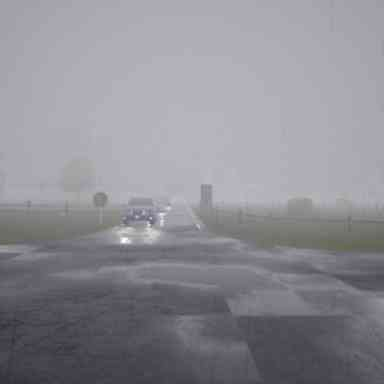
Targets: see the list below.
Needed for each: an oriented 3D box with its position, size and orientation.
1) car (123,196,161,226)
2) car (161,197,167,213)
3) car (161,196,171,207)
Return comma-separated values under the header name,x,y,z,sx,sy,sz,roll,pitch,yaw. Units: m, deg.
name,x,y,z,sx,sy,sz,roll,pitch,yaw
car,-3.841,1.377,25.501,2.150,2.045,5.566,0,0,-2
car,-4.399,1.763,41.144,1.837,1.490,4.892,0,0,-2
car,-4.996,1.665,60.516,2.150,2.045,5.566,0,0,-2
